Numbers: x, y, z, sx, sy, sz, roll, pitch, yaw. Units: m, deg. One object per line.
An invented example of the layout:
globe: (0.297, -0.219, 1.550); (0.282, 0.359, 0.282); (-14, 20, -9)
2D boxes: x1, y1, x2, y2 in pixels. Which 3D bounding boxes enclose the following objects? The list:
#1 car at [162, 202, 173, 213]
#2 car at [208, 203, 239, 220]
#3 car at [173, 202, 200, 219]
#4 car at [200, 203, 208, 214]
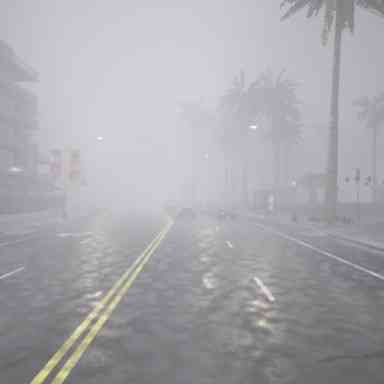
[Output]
car: (-2.642, 2.043, 44.088); (1.812, 1.442, 4.674); (0, -1, -16)
car: (3.098, 1.979, 32.188); (1.895, 1.301, 4.718); (0, -1, -6)
car: (-0.660, 1.924, 33.890); (1.812, 1.442, 4.674); (0, -1, -7)
car: (1.433, 2.047, 42.579); (2.033, 1.411, 5.357); (0, -1, -14)
